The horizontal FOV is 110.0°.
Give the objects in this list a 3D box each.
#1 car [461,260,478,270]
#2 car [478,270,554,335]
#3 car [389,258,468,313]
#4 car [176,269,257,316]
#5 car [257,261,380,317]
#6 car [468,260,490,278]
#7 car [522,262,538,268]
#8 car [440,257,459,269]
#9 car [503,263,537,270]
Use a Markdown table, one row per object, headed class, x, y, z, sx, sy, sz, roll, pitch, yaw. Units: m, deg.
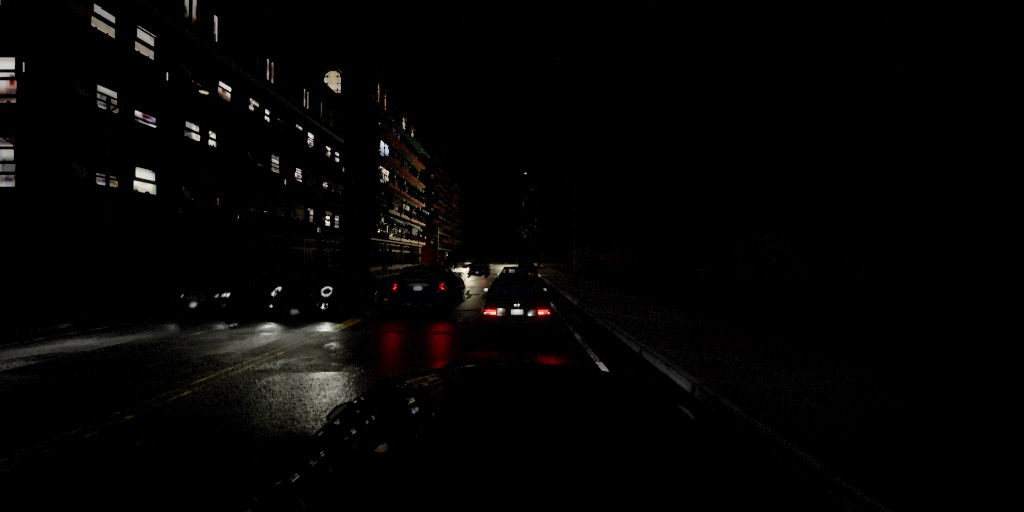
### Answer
| class | x | y | z | sx | sy | sz | roll | pitch | yaw |
| --- | --- | --- | --- | --- | --- | --- | --- | --- | --- |
| car | -6.547 | 1.308 | 55.817 | 2.033 | 1.411 | 5.357 | 0 | 0 | 0 |
| car | 0.109 | 1.300 | 10.523 | 2.033 | 1.411 | 5.357 | 0 | 0 | 0 |
| car | -3.139 | 1.107 | 14.053 | 2.097 | 1.767 | 4.553 | 0 | 0 | 0 |
| car | -9.841 | 1.245 | 13.525 | 2.128 | 1.511 | 4.902 | 0 | 0 | 0 |
| car | -6.591 | 1.105 | 13.118 | 2.097 | 1.767 | 4.553 | 0 | 0 | 0 |
| car | -3.123 | 1.284 | 34.539 | 1.812 | 1.442 | 4.674 | 0 | 0 | 0 |
| car | 1.162 | 1.263 | 30.652 | 1.837 | 1.490 | 4.892 | 0 | 0 | 0 |
| car | -9.791 | 1.113 | 56.483 | 2.097 | 1.767 | 4.553 | 0 | 0 | 0 |
| car | 0.115 | 1.303 | 20.884 | 2.033 | 1.411 | 5.357 | 0 | 0 | 0 |
